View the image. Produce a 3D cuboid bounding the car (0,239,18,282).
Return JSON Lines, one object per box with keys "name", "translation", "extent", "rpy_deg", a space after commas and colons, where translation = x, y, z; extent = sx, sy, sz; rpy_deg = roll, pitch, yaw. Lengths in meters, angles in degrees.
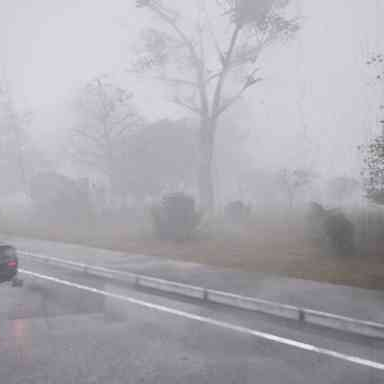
{"name": "car", "translation": [-6.213, 1.527, 8.427], "extent": [4.674, 1.442, 1.812], "rpy_deg": [0, 0, 36]}
